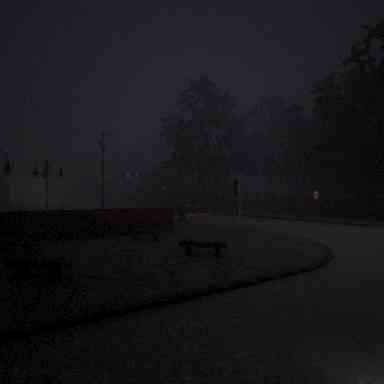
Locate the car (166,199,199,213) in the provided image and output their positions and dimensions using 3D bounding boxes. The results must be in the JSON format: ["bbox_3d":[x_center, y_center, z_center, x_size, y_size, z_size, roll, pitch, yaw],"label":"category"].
[{"bbox_3d":[-1.109,1.526,35.724,1.812,1.442,4.674,0,0,-35],"label":"car"}]
